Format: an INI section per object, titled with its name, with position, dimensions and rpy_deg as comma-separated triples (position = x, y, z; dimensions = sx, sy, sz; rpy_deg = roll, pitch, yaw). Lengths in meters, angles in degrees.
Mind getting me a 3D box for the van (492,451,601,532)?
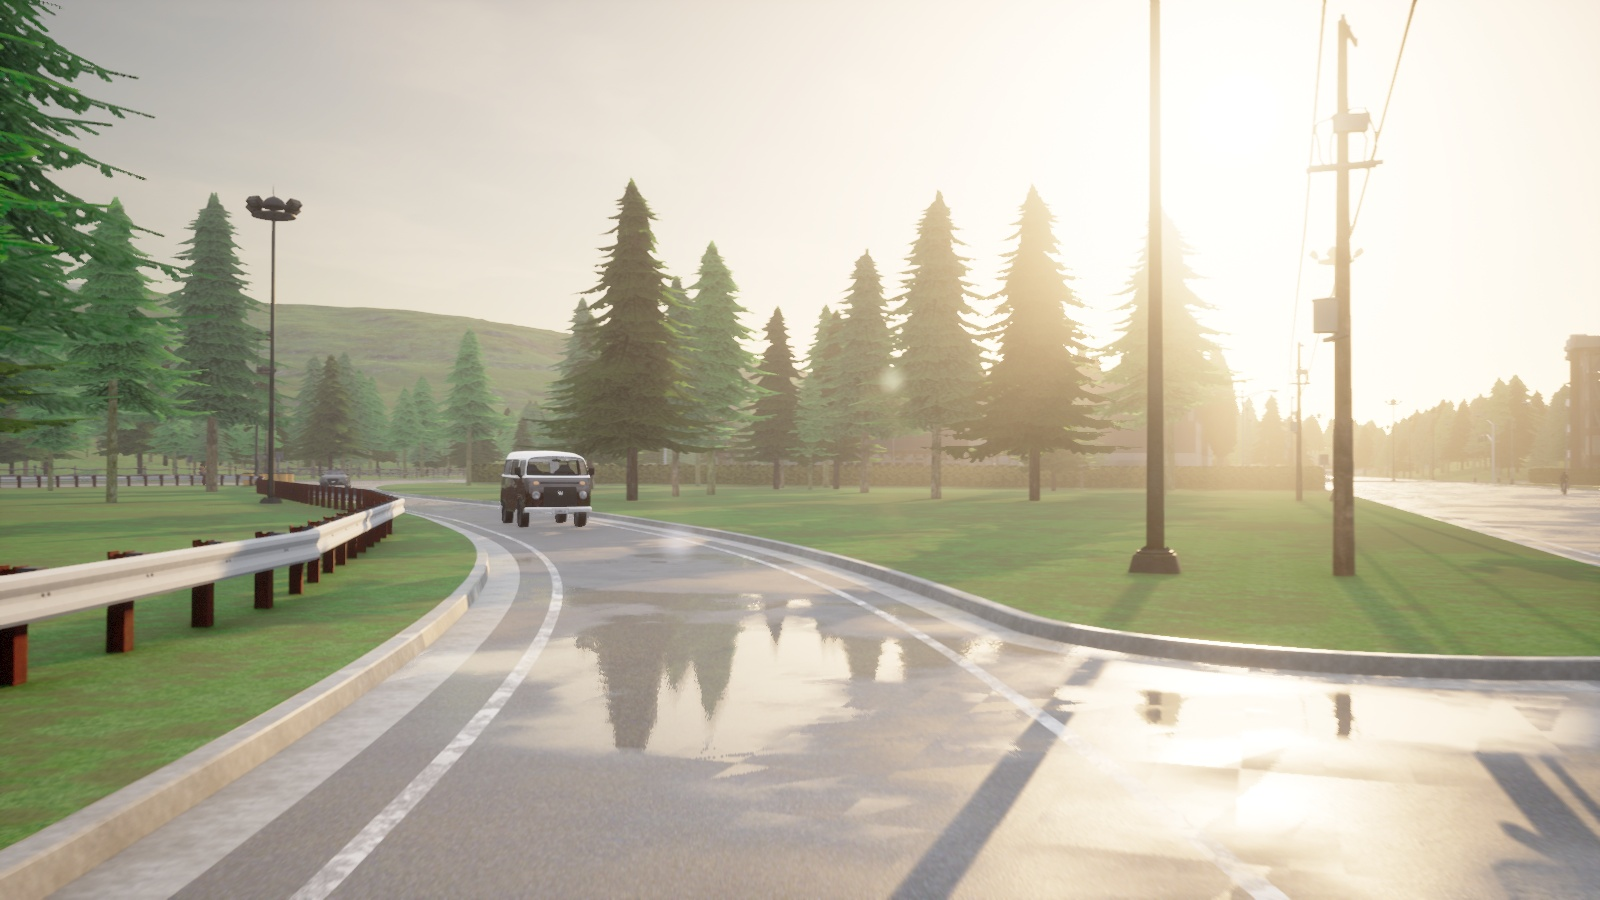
[van]
position = -6.928, 1.079, 33.923
dimensions = 2.069, 2.038, 4.480
rpy_deg = 0, -1, -22
